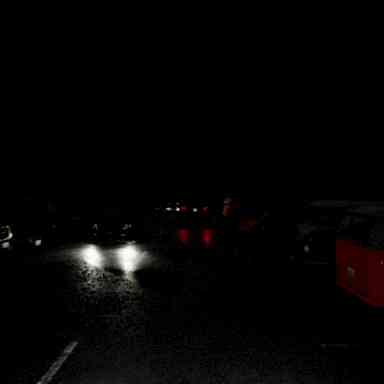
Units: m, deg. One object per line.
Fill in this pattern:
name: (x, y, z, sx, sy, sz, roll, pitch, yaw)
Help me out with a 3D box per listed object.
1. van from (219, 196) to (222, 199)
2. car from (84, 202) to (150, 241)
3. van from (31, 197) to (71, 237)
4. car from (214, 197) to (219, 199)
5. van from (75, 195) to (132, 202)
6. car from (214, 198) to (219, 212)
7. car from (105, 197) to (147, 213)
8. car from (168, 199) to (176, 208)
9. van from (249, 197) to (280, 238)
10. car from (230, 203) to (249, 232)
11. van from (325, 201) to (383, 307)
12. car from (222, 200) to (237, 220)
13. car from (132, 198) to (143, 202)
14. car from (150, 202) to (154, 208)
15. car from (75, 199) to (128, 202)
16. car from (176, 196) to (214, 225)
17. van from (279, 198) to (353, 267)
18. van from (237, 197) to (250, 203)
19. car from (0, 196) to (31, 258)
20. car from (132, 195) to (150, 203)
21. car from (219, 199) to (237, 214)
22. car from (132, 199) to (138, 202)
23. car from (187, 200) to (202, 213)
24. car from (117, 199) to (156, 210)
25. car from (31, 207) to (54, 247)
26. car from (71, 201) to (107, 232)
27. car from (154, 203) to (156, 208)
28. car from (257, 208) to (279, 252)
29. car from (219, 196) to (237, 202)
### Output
van: (5.316, 1.485, 34.006, 4.442, 1.987, 1.878, 0, -1, 0)
car: (-3.520, 1.462, 16.621, 1.882, 1.535, 5.008, 0, -1, 0)
van: (-8.082, 1.184, 14.838, 4.442, 1.987, 1.878, 0, -1, 0)
car: (5.037, 1.763, 39.542, 5.366, 1.575, 1.946, 0, -1, 0)
van: (-7.787, 1.326, 28.717, 4.442, 1.987, 1.878, 0, -1, 0)
car: (5.204, 1.738, 36.774, 4.892, 1.521, 2.231, 0, -1, 0)
car: (-7.824, 1.541, 39.816, 4.553, 1.767, 2.185, 0, -1, 0)
car: (-3.228, 2.092, 60.100, 2.097, 1.767, 4.553, 0, -2, 0)
van: (4.996, 1.287, 14.617, 4.442, 1.987, 1.878, 0, -1, 0)
car: (4.939, 1.537, 17.383, 5.366, 1.575, 1.946, 0, -1, 0)
van: (5.192, 1.267, 6.321, 4.442, 1.987, 1.878, 0, 0, 0)
car: (5.156, 1.625, 25.693, 5.008, 1.535, 2.097, 0, -1, 0)
car: (-7.851, 1.637, 34.267, 4.792, 1.488, 2.163, 0, -1, 0)
car: (-7.837, 1.701, 42.591, 5.008, 1.535, 2.097, 0, -1, 0)
car: (-7.912, 1.523, 25.939, 5.008, 1.535, 2.097, 0, -1, 0)
car: (0.220, 1.319, 24.876, 2.150, 2.045, 5.566, 0, -1, 0)
van: (4.973, 1.248, 9.225, 4.442, 1.987, 1.878, 0, 0, 0)
van: (5.255, 1.345, 20.155, 4.442, 1.987, 1.878, 0, -1, 0)
car: (-7.961, 1.119, 9.301, 5.566, 2.045, 2.435, 0, 0, 0)
car: (-7.895, 1.384, 37.046, 5.566, 2.045, 2.435, 0, -1, 0)
car: (5.169, 1.655, 28.589, 5.008, 1.535, 2.097, 0, -1, 0)
car: (-7.891, 1.619, 31.491, 4.674, 1.452, 2.002, 0, -1, 0)
car: (0.297, 1.797, 42.895, 1.837, 1.490, 4.892, 0, -1, 0)
car: (-8.005, 1.792, 48.132, 5.366, 1.575, 1.946, 0, -1, 0)
car: (-7.950, 1.413, 12.053, 4.792, 1.488, 2.163, 0, 0, 0)
car: (-7.973, 1.496, 20.388, 4.792, 1.488, 2.163, 0, -1, 0)
car: (-7.826, 1.746, 45.363, 4.892, 1.521, 2.231, 0, -1, 0)
car: (5.104, 1.486, 11.844, 5.008, 1.535, 2.097, 0, -1, 0)
car: (5.155, 1.556, 31.236, 4.553, 1.767, 2.185, 0, -1, 0)
